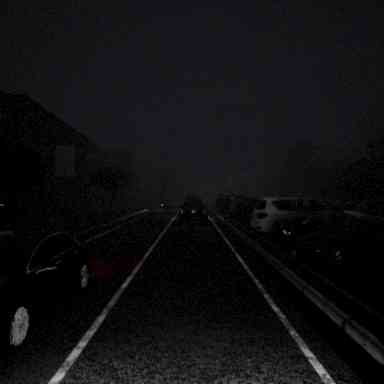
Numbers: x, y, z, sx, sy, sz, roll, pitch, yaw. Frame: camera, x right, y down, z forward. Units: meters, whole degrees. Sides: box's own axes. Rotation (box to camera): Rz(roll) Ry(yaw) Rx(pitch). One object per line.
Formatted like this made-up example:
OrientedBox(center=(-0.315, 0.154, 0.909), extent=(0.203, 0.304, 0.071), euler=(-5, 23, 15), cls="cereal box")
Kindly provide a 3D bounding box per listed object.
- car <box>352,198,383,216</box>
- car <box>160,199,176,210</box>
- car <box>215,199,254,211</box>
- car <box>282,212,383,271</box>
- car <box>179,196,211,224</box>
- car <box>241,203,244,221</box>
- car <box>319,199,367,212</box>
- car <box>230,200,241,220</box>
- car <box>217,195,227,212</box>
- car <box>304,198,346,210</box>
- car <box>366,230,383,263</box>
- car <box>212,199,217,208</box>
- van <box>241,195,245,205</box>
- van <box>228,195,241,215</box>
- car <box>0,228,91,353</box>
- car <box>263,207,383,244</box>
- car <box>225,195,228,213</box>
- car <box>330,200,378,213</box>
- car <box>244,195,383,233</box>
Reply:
OrientedBox(center=(18.637, 1.442, 32.906), extent=(4.553, 1.767, 2.185), euler=(0, 0, 0), cls="car")
OrientedBox(center=(-3.342, 1.709, 46.696), extent=(1.837, 1.490, 4.892), euler=(0, -1, 0), cls="car")
OrientedBox(center=(5.584, 1.649, 44.072), extent=(4.892, 1.521, 2.231), euler=(0, -1, 0), cls="car")
OrientedBox(center=(5.586, 1.515, 10.438), extent=(4.792, 1.488, 2.163), euler=(0, 0, 0), cls="car")
OrientedBox(center=(0.095, 1.422, 25.305), extent=(2.097, 1.767, 4.553), euler=(0, 0, 0), cls="car")
OrientedBox(center=(5.597, 1.513, 18.847), extent=(5.008, 1.535, 2.097), euler=(0, 0, 0), cls="car")
OrientedBox(center=(18.674, 1.622, 41.261), extent=(5.008, 1.535, 2.097), euler=(0, -1, 0), cls="car")
OrientedBox(center=(5.589, 1.535, 24.453), extent=(4.892, 1.521, 2.231), euler=(0, 0, 0), cls="car")
OrientedBox(center=(5.617, 1.316, 32.863), extent=(5.566, 2.045, 2.435), euler=(0, 0, 0), cls="car")
OrientedBox(center=(18.666, 1.675, 46.829), extent=(5.008, 1.535, 2.097), euler=(0, -1, 0), cls="car")
OrientedBox(center=(5.618, 1.474, 4.830), extent=(5.008, 1.535, 2.097), euler=(0, 0, 0), cls="car")
OrientedBox(center=(5.618, 1.371, 41.273), extent=(5.566, 2.045, 2.435), euler=(0, 0, 0), cls="car")
OrientedBox(center=(5.715, 1.298, 21.651), extent=(4.442, 1.987, 1.878), euler=(0, 0, 0), cls="van")
OrientedBox(center=(5.476, 1.318, 27.258), extent=(4.442, 1.987, 1.878), euler=(0, 0, 0), cls="van")
OrientedBox(center=(-3.351, 1.513, 6.206), extent=(1.837, 1.490, 4.892), euler=(0, 0, 0), cls="car")
OrientedBox(center=(5.606, 1.494, 13.236), extent=(4.892, 1.521, 2.231), euler=(0, 0, 0), cls="car")
OrientedBox(center=(5.558, 1.428, 30.061), extent=(4.553, 1.767, 2.185), euler=(0, 0, 0), cls="car")
OrientedBox(center=(18.670, 1.641, 38.474), extent=(4.674, 1.452, 2.002), euler=(0, 0, 0), cls="car")
OrientedBox(center=(5.635, 1.252, 16.044), extent=(5.566, 2.045, 2.435), euler=(0, 0, 0), cls="car")
